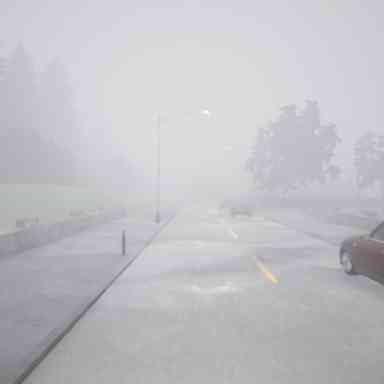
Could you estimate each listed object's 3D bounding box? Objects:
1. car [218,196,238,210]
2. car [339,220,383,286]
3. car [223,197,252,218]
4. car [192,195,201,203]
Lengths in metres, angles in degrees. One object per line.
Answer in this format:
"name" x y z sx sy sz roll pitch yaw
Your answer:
"car" 4.603 1.570 43.705 1.837 1.490 4.892 1 0 1
"car" 5.235 1.354 7.755 2.097 1.767 4.553 -3 0 1
"car" 4.453 1.548 31.205 2.128 1.511 4.902 1 0 1
"car" 0.999 1.548 73.266 1.837 1.490 4.892 1 0 1
